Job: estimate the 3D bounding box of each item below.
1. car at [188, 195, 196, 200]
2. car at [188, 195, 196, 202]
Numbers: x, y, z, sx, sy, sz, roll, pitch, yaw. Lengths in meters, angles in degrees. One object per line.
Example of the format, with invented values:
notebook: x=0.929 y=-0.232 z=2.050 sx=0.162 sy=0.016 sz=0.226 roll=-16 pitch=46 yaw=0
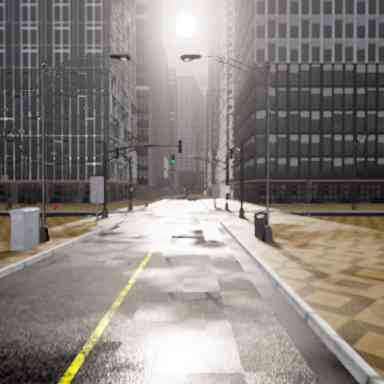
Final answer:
car: x=0.012 y=1.411 z=85.953 sx=1.812 sy=1.442 sz=4.674 roll=0 pitch=0 yaw=0
car: x=0.010 y=1.499 z=75.966 sx=1.895 sy=1.301 sz=4.718 roll=0 pitch=0 yaw=0
